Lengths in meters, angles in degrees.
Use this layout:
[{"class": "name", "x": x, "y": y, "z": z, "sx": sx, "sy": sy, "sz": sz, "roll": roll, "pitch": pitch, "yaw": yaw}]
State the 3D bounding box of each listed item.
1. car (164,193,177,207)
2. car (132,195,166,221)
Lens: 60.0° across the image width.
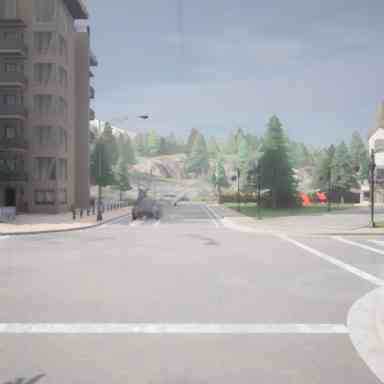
[{"class": "car", "x": -3.575, "y": 1.210, "z": 53.157, "sx": 2.150, "sy": 2.045, "sz": 5.566, "roll": 0, "pitch": 2, "yaw": 0}, {"class": "car", "x": -3.538, "y": 1.320, "z": 27.015, "sx": 2.097, "sy": 1.767, "sz": 4.553, "roll": 0, "pitch": 0, "yaw": 0}]
